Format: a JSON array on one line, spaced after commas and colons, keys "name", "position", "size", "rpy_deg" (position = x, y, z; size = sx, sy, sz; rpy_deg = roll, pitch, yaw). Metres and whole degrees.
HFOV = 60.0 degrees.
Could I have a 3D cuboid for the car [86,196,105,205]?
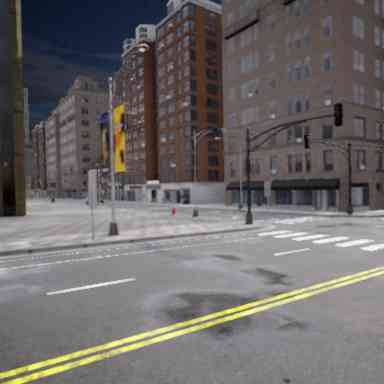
[{"name": "car", "position": [-17.159, 1.412, 58.902], "size": [2.097, 1.767, 4.553], "rpy_deg": [-2, 1, -35]}]
